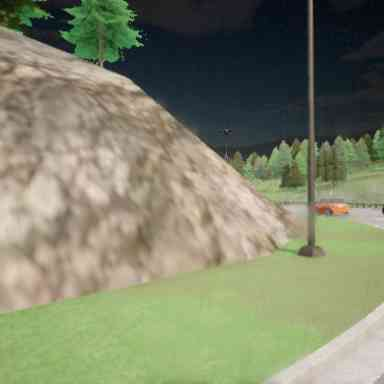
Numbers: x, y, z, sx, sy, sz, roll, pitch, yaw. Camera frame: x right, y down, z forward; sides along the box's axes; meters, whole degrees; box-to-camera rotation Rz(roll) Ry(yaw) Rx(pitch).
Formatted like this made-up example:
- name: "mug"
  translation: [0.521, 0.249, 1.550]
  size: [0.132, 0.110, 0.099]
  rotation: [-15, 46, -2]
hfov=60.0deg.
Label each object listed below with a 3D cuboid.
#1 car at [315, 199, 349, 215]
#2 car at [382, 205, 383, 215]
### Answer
- name: "car"
  translation: [14.517, 1.496, 35.363]
  size: [2.097, 1.767, 4.553]
  rotation: [0, 0, -9]
- name: "car"
  translation: [18.935, 1.312, 28.793]
  size: [2.150, 2.045, 5.566]
  rotation: [1, 0, -2]
